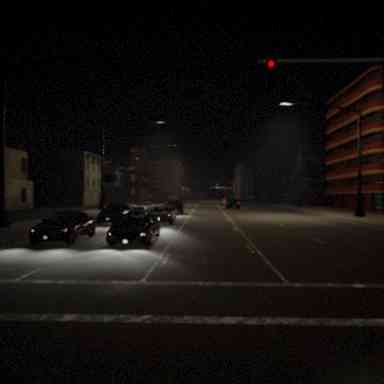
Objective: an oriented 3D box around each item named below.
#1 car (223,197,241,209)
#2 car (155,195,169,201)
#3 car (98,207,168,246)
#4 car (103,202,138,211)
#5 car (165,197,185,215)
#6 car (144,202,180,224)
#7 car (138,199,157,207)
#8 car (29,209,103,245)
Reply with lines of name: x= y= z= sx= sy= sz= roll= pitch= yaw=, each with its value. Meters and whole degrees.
car: x=5.773 y=1.649 z=46.741 sx=1.812 sy=1.442 sz=4.674 roll=0 pitch=0 yaw=3
car: x=-4.595 y=1.087 z=51.341 sx=2.097 sy=1.767 sz=4.553 roll=0 pitch=0 yaw=2
car: x=-2.671 y=1.688 z=16.540 sx=2.033 sy=1.411 sz=5.357 roll=0 pitch=0 yaw=3
car: x=-5.787 y=1.643 z=25.595 sx=1.837 sy=1.490 sz=4.892 roll=0 pitch=0 yaw=2
car: x=-1.825 y=1.630 z=36.240 sx=1.837 sy=1.490 sz=4.892 roll=0 pitch=0 yaw=2
car: x=-2.267 y=1.750 z=26.091 sx=1.895 sy=1.301 sz=4.718 roll=0 pitch=0 yaw=2
car: x=-5.335 y=1.715 z=36.121 sx=1.895 sy=1.301 sz=4.718 roll=0 pitch=0 yaw=3
car: x=-6.159 y=1.657 z=16.450 sx=1.812 sy=1.442 sz=4.674 roll=0 pitch=0 yaw=2
